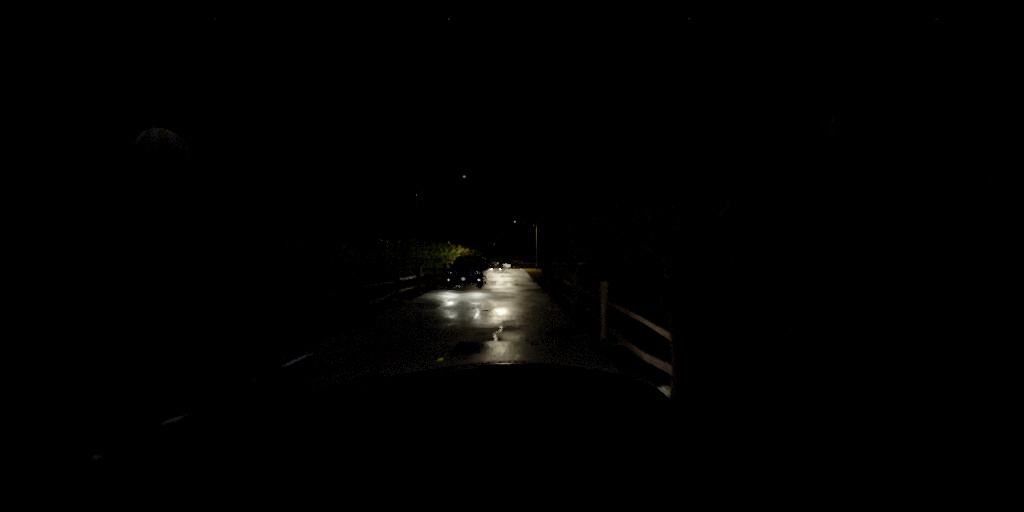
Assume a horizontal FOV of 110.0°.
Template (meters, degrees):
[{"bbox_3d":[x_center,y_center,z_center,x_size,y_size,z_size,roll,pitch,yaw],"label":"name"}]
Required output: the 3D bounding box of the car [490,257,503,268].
[{"bbox_3d":[-2.788,1.192,64.721,2.150,2.045,5.566,0,0,0],"label":"car"}]

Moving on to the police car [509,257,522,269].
[{"bbox_3d":[0.801,1.379,63.866,1.930,1.638,5.238,0,0,0],"label":"police car"}]

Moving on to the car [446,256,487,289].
[{"bbox_3d":[-2.856,0.992,23.776,2.150,2.045,5.566,0,0,0],"label":"car"}]
